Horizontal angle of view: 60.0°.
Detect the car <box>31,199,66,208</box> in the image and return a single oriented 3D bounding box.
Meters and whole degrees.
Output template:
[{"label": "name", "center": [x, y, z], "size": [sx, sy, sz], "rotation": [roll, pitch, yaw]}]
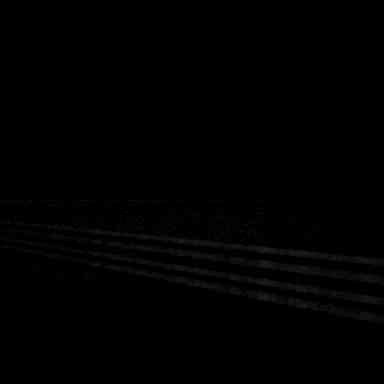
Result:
[{"label": "car", "center": [-22.272, 1.770, 51.567], "size": [5.357, 1.411, 2.033], "rotation": [0, 0, 9]}]
